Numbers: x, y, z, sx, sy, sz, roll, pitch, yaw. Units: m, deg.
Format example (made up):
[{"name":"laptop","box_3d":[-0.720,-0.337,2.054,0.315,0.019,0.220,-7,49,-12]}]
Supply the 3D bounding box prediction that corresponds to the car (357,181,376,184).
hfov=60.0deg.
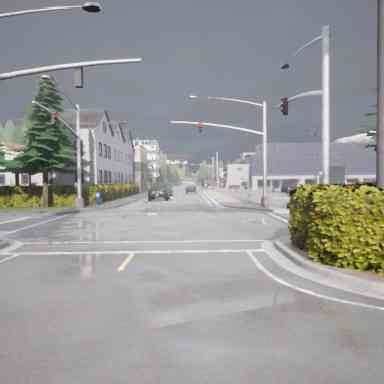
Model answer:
[{"name":"car","box_3d":[19.016,-0.173,34.187,1.905,1.878,3.866,-1,2,0]}]

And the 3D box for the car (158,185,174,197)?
[{"name":"car","box_3d":[-3.731,-0.160,48.408,1.837,1.490,4.892,-1,2,0]}]

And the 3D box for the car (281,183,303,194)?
[{"name":"car","box_3d":[15.270,-0.515,52.045,2.007,1.523,4.514,-1,2,0]}]

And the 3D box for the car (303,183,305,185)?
[{"name":"car","box_3d":[18.895,-0.862,59.105,1.970,1.475,3.806,-1,2,0]}]

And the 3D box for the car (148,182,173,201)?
[{"name":"car","box_3d":[-3.720,-0.097,38.247,2.150,2.045,5.566,-1,2,0]}]

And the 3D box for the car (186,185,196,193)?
[{"name":"car","box_3d":[-0.168,-0.562,58.667,2.128,1.511,4.902,-1,2,0]}]

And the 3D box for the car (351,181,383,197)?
[{"name":"car","box_3d":[22.261,-0.457,42.067,1.932,1.855,4.605,-1,2,0]}]

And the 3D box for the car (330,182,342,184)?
[{"name":"car","box_3d":[25.310,-1.026,59.457,2.152,1.636,5.027,-1,2,0]}]
